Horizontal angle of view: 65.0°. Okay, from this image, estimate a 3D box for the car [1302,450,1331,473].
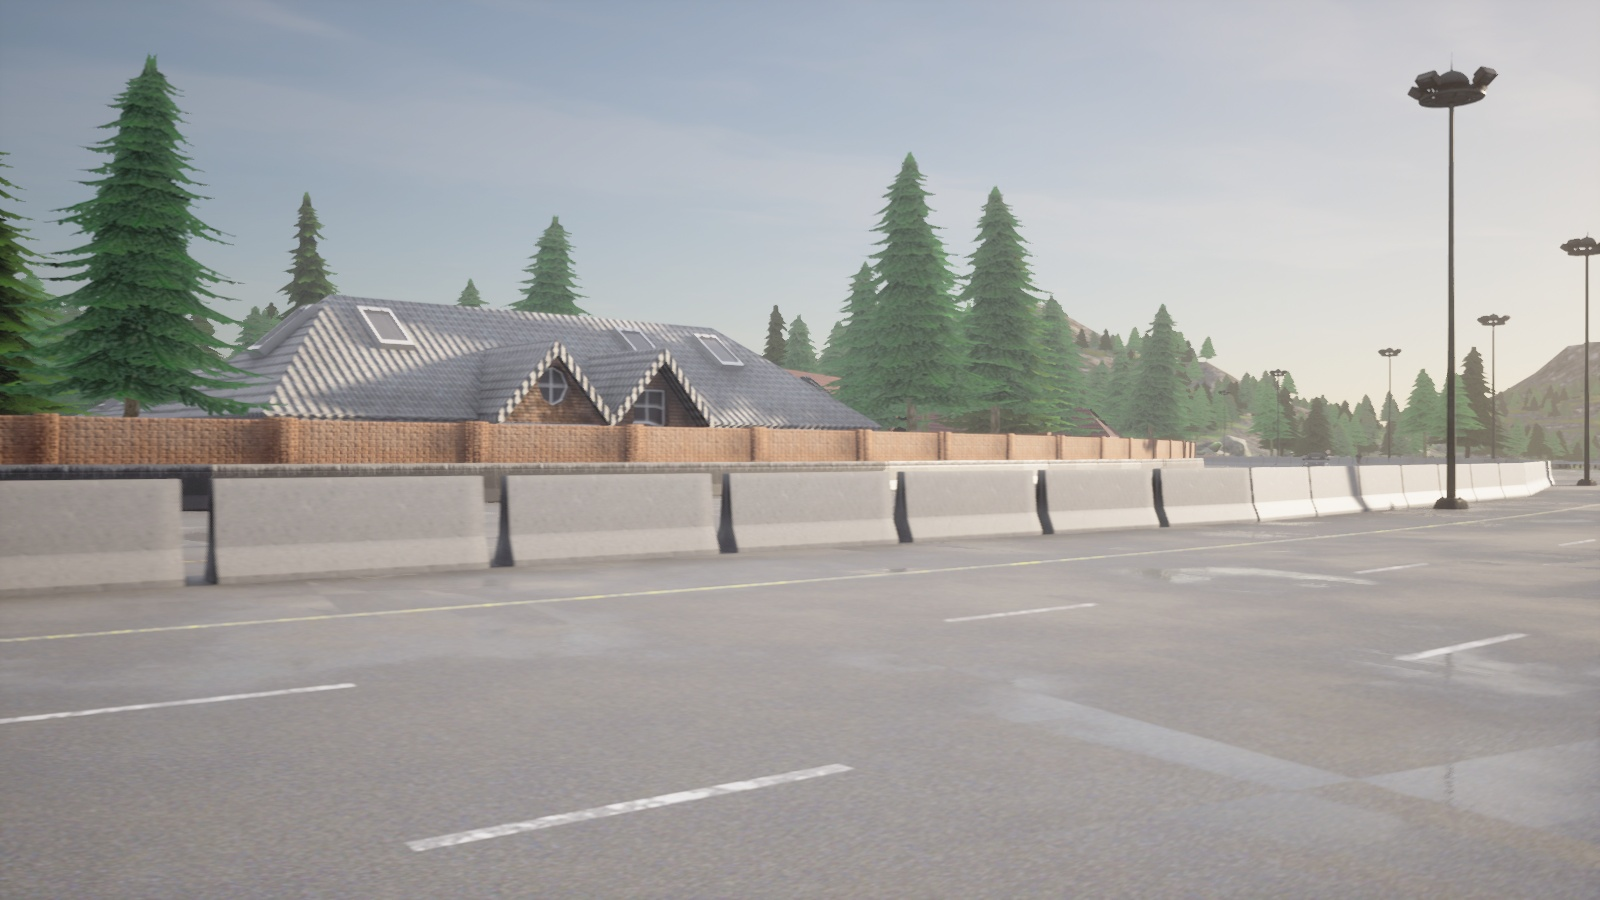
[{"bbox_3d":[36.544,0.795,88.879,1.851,1.617,3.988,0,0,22],"label":"car"}]
